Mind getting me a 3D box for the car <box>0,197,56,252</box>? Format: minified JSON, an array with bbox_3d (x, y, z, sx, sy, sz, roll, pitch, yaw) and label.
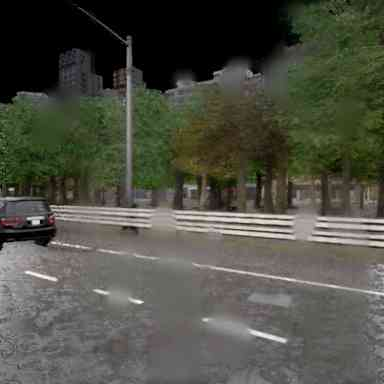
[{"bbox_3d":[-7.954,1.221,13.857,5.566,2.045,2.150,0,0,36],"label":"car"}]
